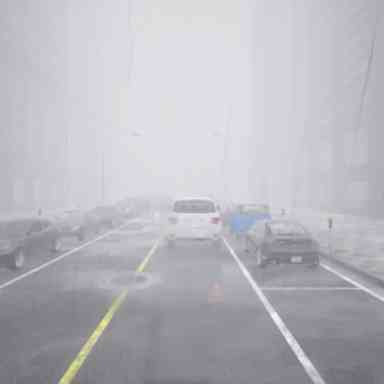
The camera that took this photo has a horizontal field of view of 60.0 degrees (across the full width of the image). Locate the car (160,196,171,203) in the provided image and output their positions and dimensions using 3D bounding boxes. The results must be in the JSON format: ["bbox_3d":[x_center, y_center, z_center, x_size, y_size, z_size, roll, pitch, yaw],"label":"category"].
[{"bbox_3d":[-5.791,1.559,72.951,1.887,1.381,4.507,0,0,0],"label":"car"}]

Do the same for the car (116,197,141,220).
[{"bbox_3d":[-5.774,1.432,27.859,1.967,1.590,4.097,0,0,0],"label":"car"}]

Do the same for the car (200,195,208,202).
[{"bbox_3d":[2.731,1.547,78.774,1.752,1.417,4.829,0,0,0],"label":"car"}]

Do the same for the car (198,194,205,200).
[{"bbox_3d":[2.725,1.481,95.513,1.967,1.590,4.097,0,0,0],"label":"car"}]

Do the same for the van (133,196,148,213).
[{"bbox_3d":[-5.777,1.334,33.495,1.690,1.788,3.998,0,0,0],"label":"van"}]

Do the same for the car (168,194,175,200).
[{"bbox_3d":[-5.800,1.383,95.393,1.690,1.788,3.998,0,0,0],"label":"car"}]

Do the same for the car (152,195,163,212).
[{"bbox_3d":[-3.108,1.346,38.673,2.097,1.767,4.553,0,0,0],"label":"car"}]

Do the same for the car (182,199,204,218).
[{"bbox_3d":[0.083,1.497,31.332,1.837,1.490,4.892,0,0,0],"label":"car"}]

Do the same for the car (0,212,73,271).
[{"bbox_3d":[-5.768,1.560,10.948,1.947,1.339,4.313,0,0,0],"label":"car"}]

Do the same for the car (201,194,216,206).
[{"bbox_3d":[2.739,1.317,56.059,2.192,1.841,5.009,0,0,0],"label":"car"}]

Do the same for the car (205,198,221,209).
[{"bbox_3d":[2.744,1.541,44.786,1.887,1.381,4.507,0,0,0],"label":"car"}]

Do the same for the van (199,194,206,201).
[{"bbox_3d":[2.729,1.369,84.240,1.690,1.788,3.998,0,0,0],"label":"van"}]

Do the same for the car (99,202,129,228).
[{"bbox_3d":[-5.772,1.557,22.222,1.947,1.339,4.313,0,0,0],"label":"car"}]

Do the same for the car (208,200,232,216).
[{"bbox_3d":[2.749,1.544,33.514,2.008,1.369,4.403,0,0,0],"label":"car"}]

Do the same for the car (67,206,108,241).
[{"bbox_3d":[-5.770,1.574,16.586,1.802,1.307,4.206,0,0,0],"label":"car"}]

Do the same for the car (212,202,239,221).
[{"bbox_3d":[2.751,1.574,27.878,1.802,1.307,4.206,0,0,0],"label":"car"}]

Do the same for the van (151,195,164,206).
[{"bbox_3d":[-5.785,1.342,56.040,1.690,1.788,3.998,0,0,0],"label":"van"}]

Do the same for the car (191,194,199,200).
[{"bbox_3d":[0.737,1.392,95.504,2.097,1.767,4.553,0,0,-2],"label":"car"}]

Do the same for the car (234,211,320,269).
[{"bbox_3d":[2.757,1.545,10.969,2.008,1.369,4.403,0,0,0],"label":"car"}]

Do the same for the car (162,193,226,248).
[{"bbox_3d":[0.088,1.216,14.887,2.150,2.045,5.566,0,0,0],"label":"car"}]

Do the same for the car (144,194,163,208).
[{"bbox_3d":[-5.783,1.313,50.404,2.192,1.841,5.009,0,0,0],"label":"car"}]

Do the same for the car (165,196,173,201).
[{"bbox_3d":[-5.796,1.593,84.224,1.947,1.339,4.313,0,0,0],"label":"car"}]

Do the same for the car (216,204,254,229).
[{"bbox_3d":[2.753,1.543,22.241,2.008,1.369,4.403,0,0,0],"label":"car"}]

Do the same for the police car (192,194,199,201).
[{"bbox_3d":[0.869,1.454,85.665,1.930,1.638,5.238,0,0,0],"label":"police car"}]

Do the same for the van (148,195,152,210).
[{"bbox_3d":[-5.779,1.335,39.132,1.690,1.788,3.998,0,0,0],"label":"van"}]

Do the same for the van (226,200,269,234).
[{"bbox_3d":[2.755,1.334,16.605,1.690,1.788,3.998,0,0,0],"label":"van"}]
